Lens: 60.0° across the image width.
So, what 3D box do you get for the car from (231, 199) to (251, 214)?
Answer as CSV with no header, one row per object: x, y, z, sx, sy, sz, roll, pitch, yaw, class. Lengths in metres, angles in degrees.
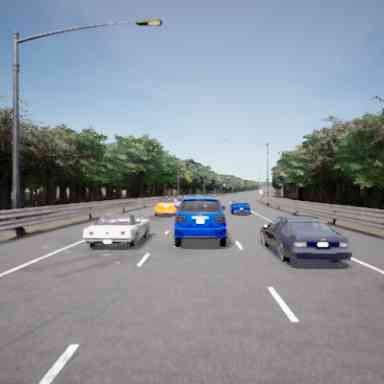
4.935,1.453,34.417,1.882,1.535,5.008,0,0,4,car

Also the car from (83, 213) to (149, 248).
-3.117,1.590,14.787,1.895,1.301,4.718,0,0,2,car

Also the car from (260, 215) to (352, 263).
3.797,1.546,11.997,2.033,1.411,5.357,0,0,2,car

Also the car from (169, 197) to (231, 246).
0.404,1.213,15.337,2.150,2.045,5.566,0,0,2,car

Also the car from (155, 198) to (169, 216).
-2.224,1.322,32.347,2.097,1.767,4.553,0,0,4,car

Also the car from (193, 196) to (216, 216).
1.292,1.326,32.474,2.097,1.767,4.553,0,0,4,car
